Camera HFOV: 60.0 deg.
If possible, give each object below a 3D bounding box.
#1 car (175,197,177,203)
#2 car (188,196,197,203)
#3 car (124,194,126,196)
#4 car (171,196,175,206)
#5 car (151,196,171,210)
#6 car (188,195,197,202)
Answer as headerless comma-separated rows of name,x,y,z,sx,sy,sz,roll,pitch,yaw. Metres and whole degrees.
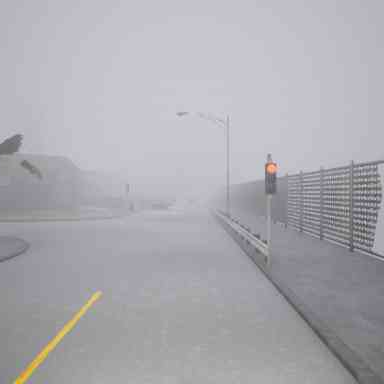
car,-4.013,1.547,66.793,2.033,1.411,5.357,0,0,1
car,0.120,1.547,68.045,2.033,1.411,5.357,0,0,-1
car,-17.260,1.134,78.260,3.633,1.501,1.845,0,0,0
car,-4.079,1.505,52.542,1.837,1.490,4.892,0,0,0
car,-4.089,1.478,42.824,1.882,1.535,5.008,0,0,0
car,0.017,1.540,78.674,2.033,1.411,5.357,0,0,0
